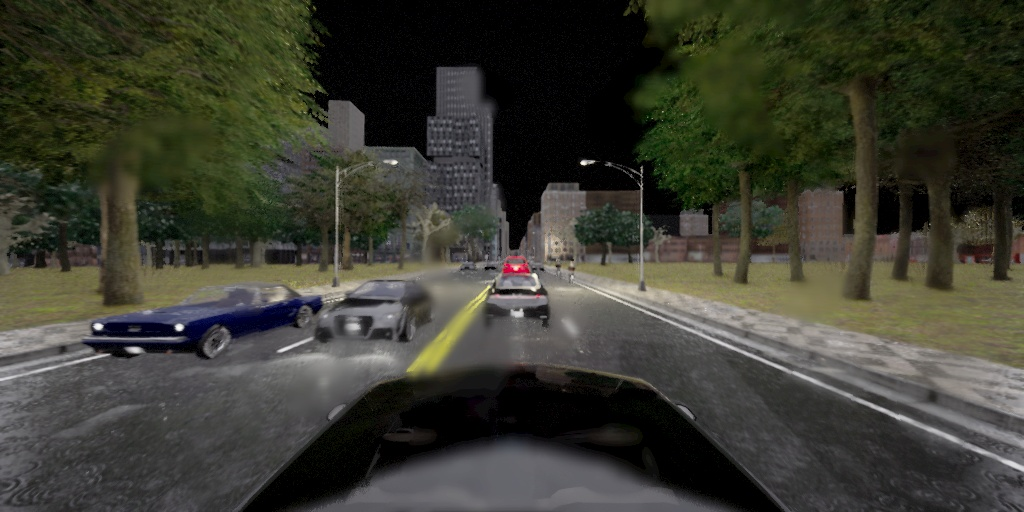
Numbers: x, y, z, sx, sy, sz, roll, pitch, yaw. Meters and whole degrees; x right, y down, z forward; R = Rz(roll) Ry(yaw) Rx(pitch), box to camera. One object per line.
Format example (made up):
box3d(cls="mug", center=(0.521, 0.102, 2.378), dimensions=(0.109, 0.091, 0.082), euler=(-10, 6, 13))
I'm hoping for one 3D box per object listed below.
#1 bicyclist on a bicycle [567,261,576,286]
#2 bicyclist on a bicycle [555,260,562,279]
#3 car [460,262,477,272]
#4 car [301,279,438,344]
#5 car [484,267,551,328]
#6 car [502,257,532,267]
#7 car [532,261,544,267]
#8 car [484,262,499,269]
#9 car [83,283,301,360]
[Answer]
box3d(cls="bicyclist on a bicycle", center=(4.331, 1.243, 26.212), dimensions=(0.659, 1.776, 1.843), euler=(0, 1, 0))
box3d(cls="bicyclist on a bicycle", center=(4.397, 1.285, 34.281), dimensions=(0.659, 1.776, 1.843), euler=(0, 0, 0))
box3d(cls="car", center=(-6.170, 1.515, 51.352), dimensions=(1.994, 1.385, 4.181), euler=(0, 0, 1))
box3d(cls="car", center=(-3.300, 1.324, 9.520), dimensions=(1.994, 1.385, 4.181), euler=(0, 0, 0))
box3d(cls="car", center=(0.167, 1.278, 11.526), dimensions=(2.128, 1.511, 4.902), euler=(0, 0, 0))
box3d(cls="car", center=(0.325, 1.096, 30.746), dimensions=(2.150, 2.045, 5.566), euler=(0, 0, 0))
box3d(cls="car", center=(3.764, 1.618, 53.823), dimensions=(1.895, 1.301, 4.718), euler=(0, 0, 0))
box3d(cls="car", center=(-2.926, 1.568, 51.166), dimensions=(1.895, 1.301, 4.718), euler=(0, 0, 1))
box3d(cls="car", center=(-6.559, 1.340, 8.455), dimensions=(1.895, 1.301, 4.718), euler=(0, 0, 0))
